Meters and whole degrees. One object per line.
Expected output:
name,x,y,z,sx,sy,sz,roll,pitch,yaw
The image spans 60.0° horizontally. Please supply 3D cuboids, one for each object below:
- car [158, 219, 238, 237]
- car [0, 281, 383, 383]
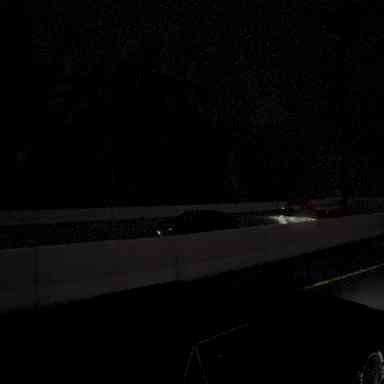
car,0.319,1.705,17.471,4.892,1.490,1.837,0,-1,-39
car,0.155,1.642,3.344,4.718,1.301,1.895,0,-1,-37
